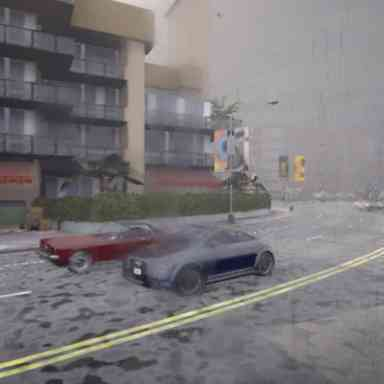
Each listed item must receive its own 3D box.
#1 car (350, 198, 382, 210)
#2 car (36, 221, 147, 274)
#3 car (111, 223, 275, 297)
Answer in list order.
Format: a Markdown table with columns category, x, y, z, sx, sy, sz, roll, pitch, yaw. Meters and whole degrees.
| category | x | y | z | sx | sy | sz | roll | pitch | yaw |
| --- | --- | --- | --- | --- | --- | --- | --- | --- | --- |
| car | 24.375 | 1.793 | 46.353 | 1.895 | 1.301 | 4.718 | 0 | 0 | 1 |
| car | -2.499 | 1.665 | 11.012 | 4.718 | 1.301 | 1.895 | 0 | 0 | -38 |
| car | 0.312 | 1.611 | 8.784 | 4.181 | 1.385 | 1.994 | 0 | 0 | -39 |
